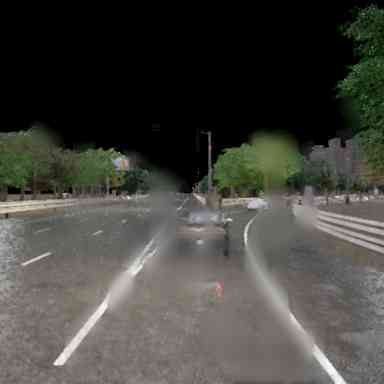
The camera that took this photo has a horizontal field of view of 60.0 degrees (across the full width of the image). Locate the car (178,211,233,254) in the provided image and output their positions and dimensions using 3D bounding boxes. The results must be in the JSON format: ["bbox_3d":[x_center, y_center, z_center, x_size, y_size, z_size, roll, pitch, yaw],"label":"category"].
[{"bbox_3d":[0.612,1.504,13.537,2.128,1.511,4.902,0,0,7],"label":"car"}]

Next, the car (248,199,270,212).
[{"bbox_3d":[8.025,1.564,40.057,1.812,1.442,4.674,0,0,25],"label":"car"}]

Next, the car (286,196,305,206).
[{"bbox_3d":[17.668,1.371,56.059,2.097,1.767,4.553,0,0,38],"label":"car"}]
